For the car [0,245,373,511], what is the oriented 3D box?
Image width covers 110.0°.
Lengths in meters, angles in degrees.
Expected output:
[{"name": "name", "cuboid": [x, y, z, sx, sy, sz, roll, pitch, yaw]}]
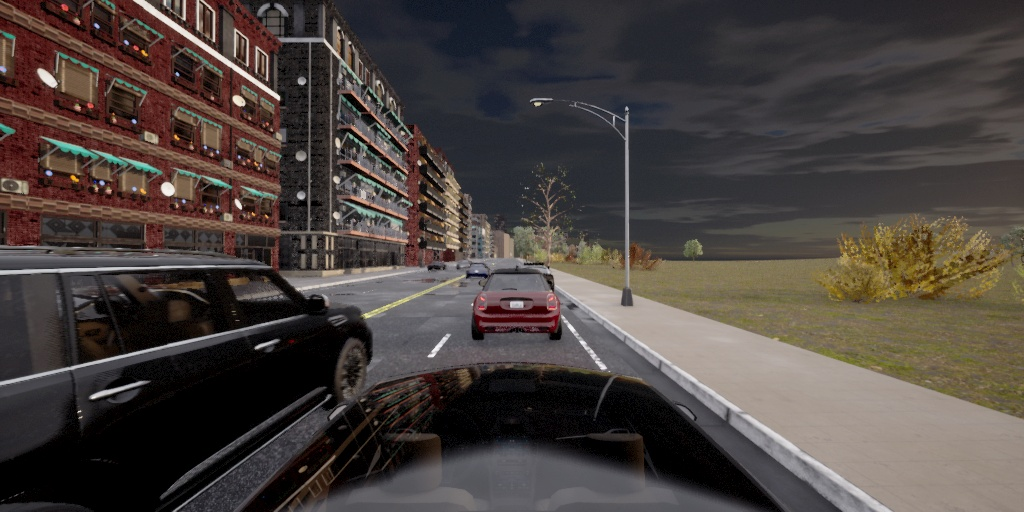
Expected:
[{"name": "car", "cuboid": [-3.151, 0.970, 2.986, 2.150, 2.045, 5.566, 0, 0, 0]}]

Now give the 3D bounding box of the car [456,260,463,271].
[{"name": "car", "cuboid": [-6.486, 1.235, 49.115, 2.128, 1.511, 4.902, 0, 0, 0]}]

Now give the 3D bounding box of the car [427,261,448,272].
[{"name": "car", "cuboid": [-9.743, 1.345, 46.850, 1.895, 1.301, 4.718, 0, 0, 0]}]

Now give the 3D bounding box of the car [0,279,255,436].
[{"name": "car", "cuboid": [-6.594, 1.255, 5.464, 1.837, 1.490, 4.892, 0, 0, 0]}]

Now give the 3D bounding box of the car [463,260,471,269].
[{"name": "car", "cuboid": [-3.076, 1.309, 33.260, 1.994, 1.385, 4.181, 0, 0, 0]}]

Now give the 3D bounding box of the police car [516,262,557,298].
[{"name": "police car", "cuboid": [1.178, 1.175, 19.604, 1.930, 1.638, 5.238, 0, 0, 0]}]

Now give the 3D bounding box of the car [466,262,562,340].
[{"name": "car", "cuboid": [0.114, 1.102, 10.109, 2.097, 1.767, 4.553, 0, 0, 0]}]
